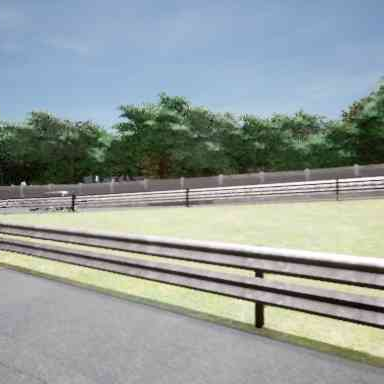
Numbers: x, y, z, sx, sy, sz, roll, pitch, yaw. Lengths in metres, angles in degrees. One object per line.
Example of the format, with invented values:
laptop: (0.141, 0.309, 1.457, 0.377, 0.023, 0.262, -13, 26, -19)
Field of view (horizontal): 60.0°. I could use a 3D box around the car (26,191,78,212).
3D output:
car: (-14.986, 1.032, 35.680, 5.566, 2.045, 2.150, -2, -1, 17)
